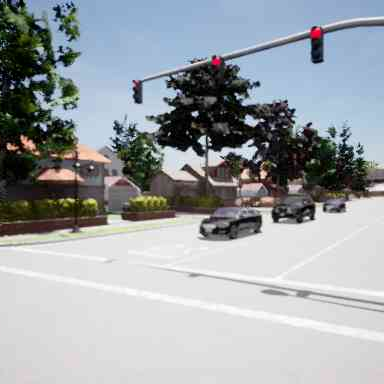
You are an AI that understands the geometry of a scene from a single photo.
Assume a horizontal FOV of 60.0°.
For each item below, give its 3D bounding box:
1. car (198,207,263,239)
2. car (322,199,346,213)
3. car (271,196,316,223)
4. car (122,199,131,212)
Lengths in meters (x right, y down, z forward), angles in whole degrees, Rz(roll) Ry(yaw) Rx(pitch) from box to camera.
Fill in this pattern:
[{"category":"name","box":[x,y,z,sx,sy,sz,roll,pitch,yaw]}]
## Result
[{"category":"car","box":[2.195,1.585,18.038,2.128,1.511,4.902,-1,0,35]},{"category":"car","box":[16.319,1.587,38.168,2.128,1.511,4.902,-1,0,35]},{"category":"car","box":[8.210,1.316,26.622,2.150,2.045,5.566,-1,0,35]},{"category":"car","box":[-5.677,1.447,36.067,3.806,1.475,1.970,-1,0,36]}]
